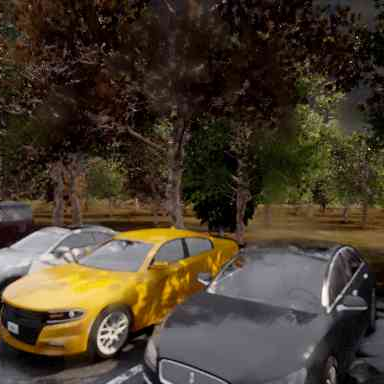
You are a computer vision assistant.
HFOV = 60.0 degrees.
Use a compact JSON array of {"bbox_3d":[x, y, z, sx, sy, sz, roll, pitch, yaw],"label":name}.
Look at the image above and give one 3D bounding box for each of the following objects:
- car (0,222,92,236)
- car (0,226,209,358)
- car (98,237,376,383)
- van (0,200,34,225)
[{"bbox_3d":[-3.154,1.561,8.006,2.002,1.452,4.674,0,0,35],"label":"car"},{"bbox_3d":[-0.884,1.505,6.393,2.097,1.535,5.008,0,0,35],"label":"car"},{"bbox_3d":[1.386,1.490,4.779,2.231,1.521,4.892,0,0,35],"label":"car"},{"bbox_3d":[-7.762,1.325,11.139,1.878,1.987,4.442,0,0,35],"label":"van"}]
